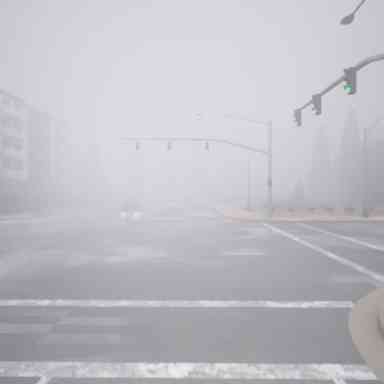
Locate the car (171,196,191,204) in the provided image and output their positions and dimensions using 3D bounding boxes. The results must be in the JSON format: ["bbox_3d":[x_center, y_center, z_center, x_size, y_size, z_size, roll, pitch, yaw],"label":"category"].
[{"bbox_3d":[-2.062,1.509,63.374,2.033,1.411,5.357,0,0,27],"label":"car"}]

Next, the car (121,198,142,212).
[{"bbox_3d":[-7.029,1.481,39.174,1.837,1.490,4.892,0,0,1],"label":"car"}]
